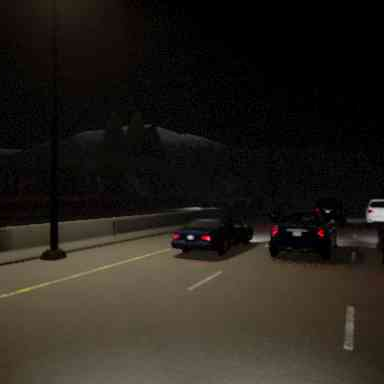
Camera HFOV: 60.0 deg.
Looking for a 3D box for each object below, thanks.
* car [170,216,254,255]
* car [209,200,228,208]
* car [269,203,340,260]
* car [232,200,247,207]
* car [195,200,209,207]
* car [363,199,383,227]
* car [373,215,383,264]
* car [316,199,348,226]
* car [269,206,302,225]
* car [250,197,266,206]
[{"bbox_3d":[1.071,1.716,14.244,2.033,1.411,5.357,0,-1,27],"label":"car"},{"bbox_3d":[5.590,2.300,64.305,2.033,1.411,5.357,0,-1,22],"label":"car"},{"bbox_3d":[4.616,1.507,13.497,2.097,1.767,4.553,0,-1,27],"label":"car"},{"bbox_3d":[9.163,2.290,63.866,2.033,1.411,5.357,0,-1,21],"label":"car"},{"bbox_3d":[2.196,2.266,65.248,2.128,1.511,4.902,0,-1,22],"label":"car"},{"bbox_3d":[14.007,1.500,24.609,2.150,2.045,5.566,0,0,27],"label":"car"},{"bbox_3d":[7.671,1.733,11.783,1.895,1.301,4.718,0,-1,27],"label":"car"},{"bbox_3d":[10.883,1.523,26.189,2.150,2.045,5.566,0,0,27],"label":"car"},{"bbox_3d":[8.049,1.927,28.332,1.895,1.301,4.718,0,-1,27],"label":"car"},{"bbox_3d":[12.517,1.948,62.886,2.150,2.045,5.566,0,-1,21],"label":"car"}]
